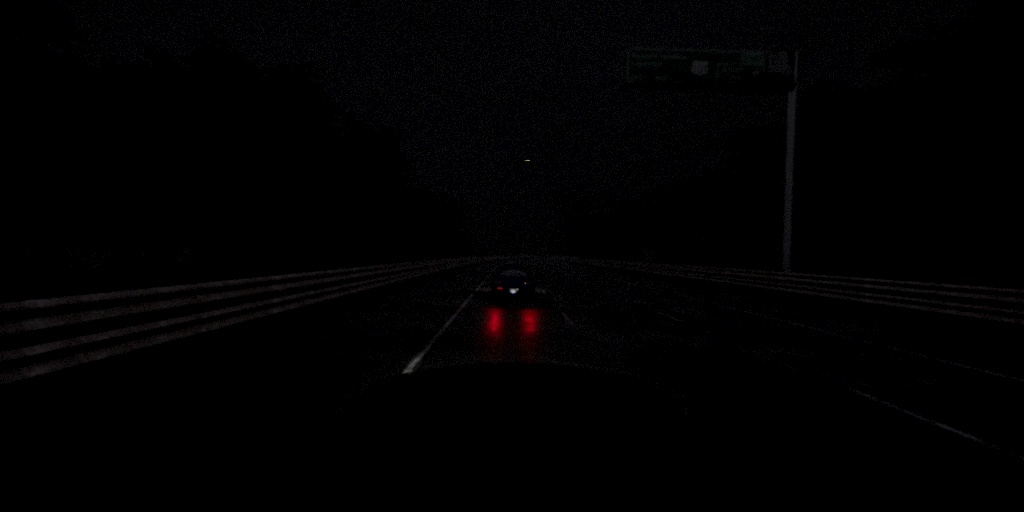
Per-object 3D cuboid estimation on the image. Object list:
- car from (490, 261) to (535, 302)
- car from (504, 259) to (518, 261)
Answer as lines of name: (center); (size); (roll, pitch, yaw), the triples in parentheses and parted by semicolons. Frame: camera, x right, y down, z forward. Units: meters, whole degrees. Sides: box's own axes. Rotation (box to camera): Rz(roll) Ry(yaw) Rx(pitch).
car: (0.028, 1.127, 15.991); (1.812, 1.442, 4.674); (1, 1, 0)
car: (-0.108, 0.979, 33.150); (1.812, 1.442, 4.674); (1, 0, 0)
